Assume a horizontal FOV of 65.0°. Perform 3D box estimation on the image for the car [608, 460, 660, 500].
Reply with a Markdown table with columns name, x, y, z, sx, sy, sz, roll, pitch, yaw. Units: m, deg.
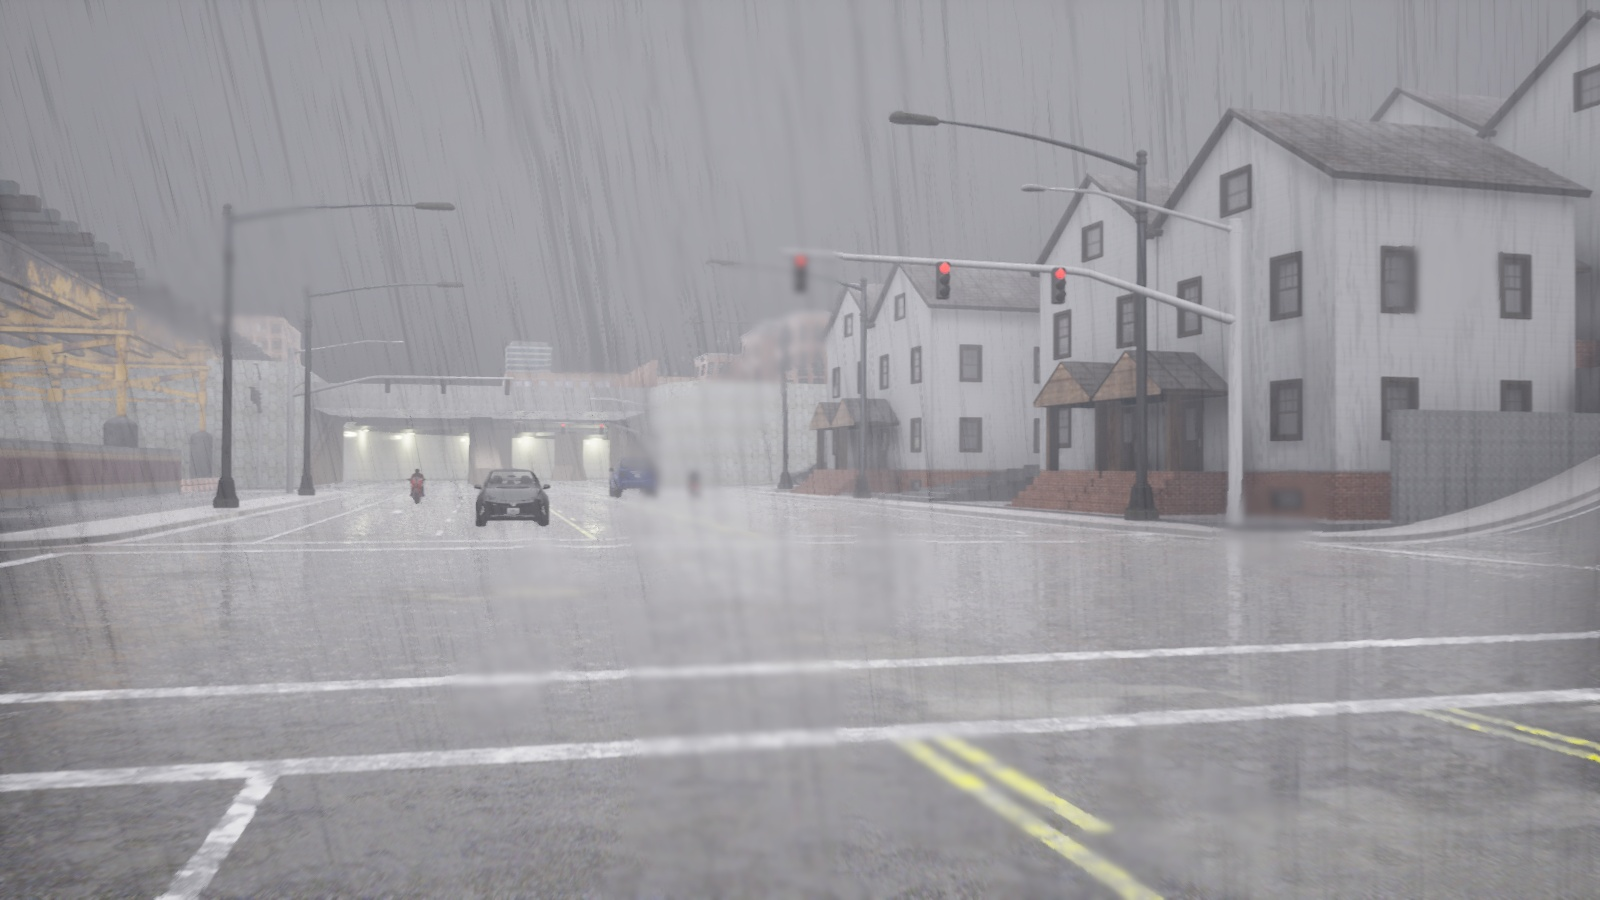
| name | x | y | z | sx | sy | sz | roll | pitch | yaw |
| --- | --- | --- | --- | --- | --- | --- | --- | --- | --- |
| car | -8.977 | 1.583 | 67.426 | 2.150 | 2.045 | 5.566 | 0 | -1 | -14 |

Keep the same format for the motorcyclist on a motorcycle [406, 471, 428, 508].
| name | x | y | z | sx | sy | sz | roll | pitch | yaw |
| --- | --- | --- | --- | --- | --- | --- | --- | --- | --- |
| motorcyclist on a motorcycle | -16.231 | 1.662 | 53.200 | 0.797 | 1.523 | 2.044 | 0 | -1 | -14 |

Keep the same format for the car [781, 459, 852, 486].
| name | x | y | z | sx | sy | sz | roll | pitch | yaw |
| --- | --- | --- | --- | --- | --- | --- | --- | --- | --- |
| car | 1.203 | 1.633 | 91.233 | 4.674 | 1.442 | 1.812 | -7 | 1 | -15 |

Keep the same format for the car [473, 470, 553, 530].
| name | x | y | z | sx | sy | sz | roll | pitch | yaw |
| --- | --- | --- | --- | --- | --- | --- | --- | --- | --- |
| car | -7.956 | 1.312 | 34.623 | 2.007 | 1.525 | 4.514 | 0 | -1 | -14 |
